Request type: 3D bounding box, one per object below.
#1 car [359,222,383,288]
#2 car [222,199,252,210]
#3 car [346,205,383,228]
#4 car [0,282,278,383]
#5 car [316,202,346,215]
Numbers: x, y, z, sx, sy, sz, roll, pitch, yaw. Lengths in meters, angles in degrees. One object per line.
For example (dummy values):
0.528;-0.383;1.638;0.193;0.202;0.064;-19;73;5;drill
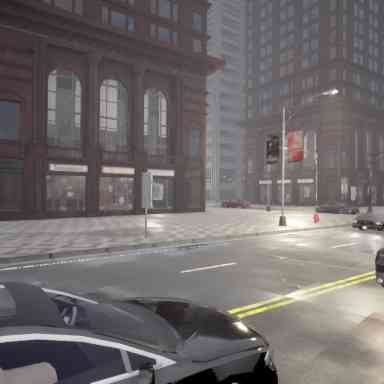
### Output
6.198;1.516;7.843;4.892;1.490;1.837;0;0;-35;car
6.299;1.712;47.266;1.882;1.535;5.008;1;-1;-35;car
11.888;1.595;19.575;5.357;1.411;2.033;0;0;-28;car
-1.421;1.492;2.426;4.902;1.511;2.128;0;0;-35;car
15.188;1.730;34.839;1.994;1.385;4.181;1;-1;-37;car
